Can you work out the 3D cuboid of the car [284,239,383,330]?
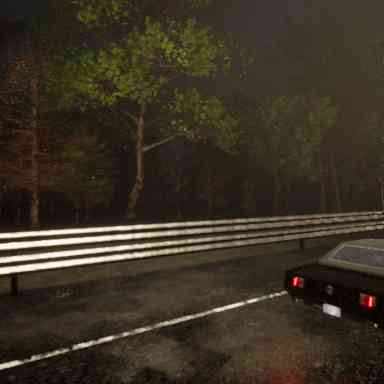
[{"bbox_3d":[4.068,1.626,6.636,4.718,1.301,1.895,0,0,-35],"label":"car"}]
